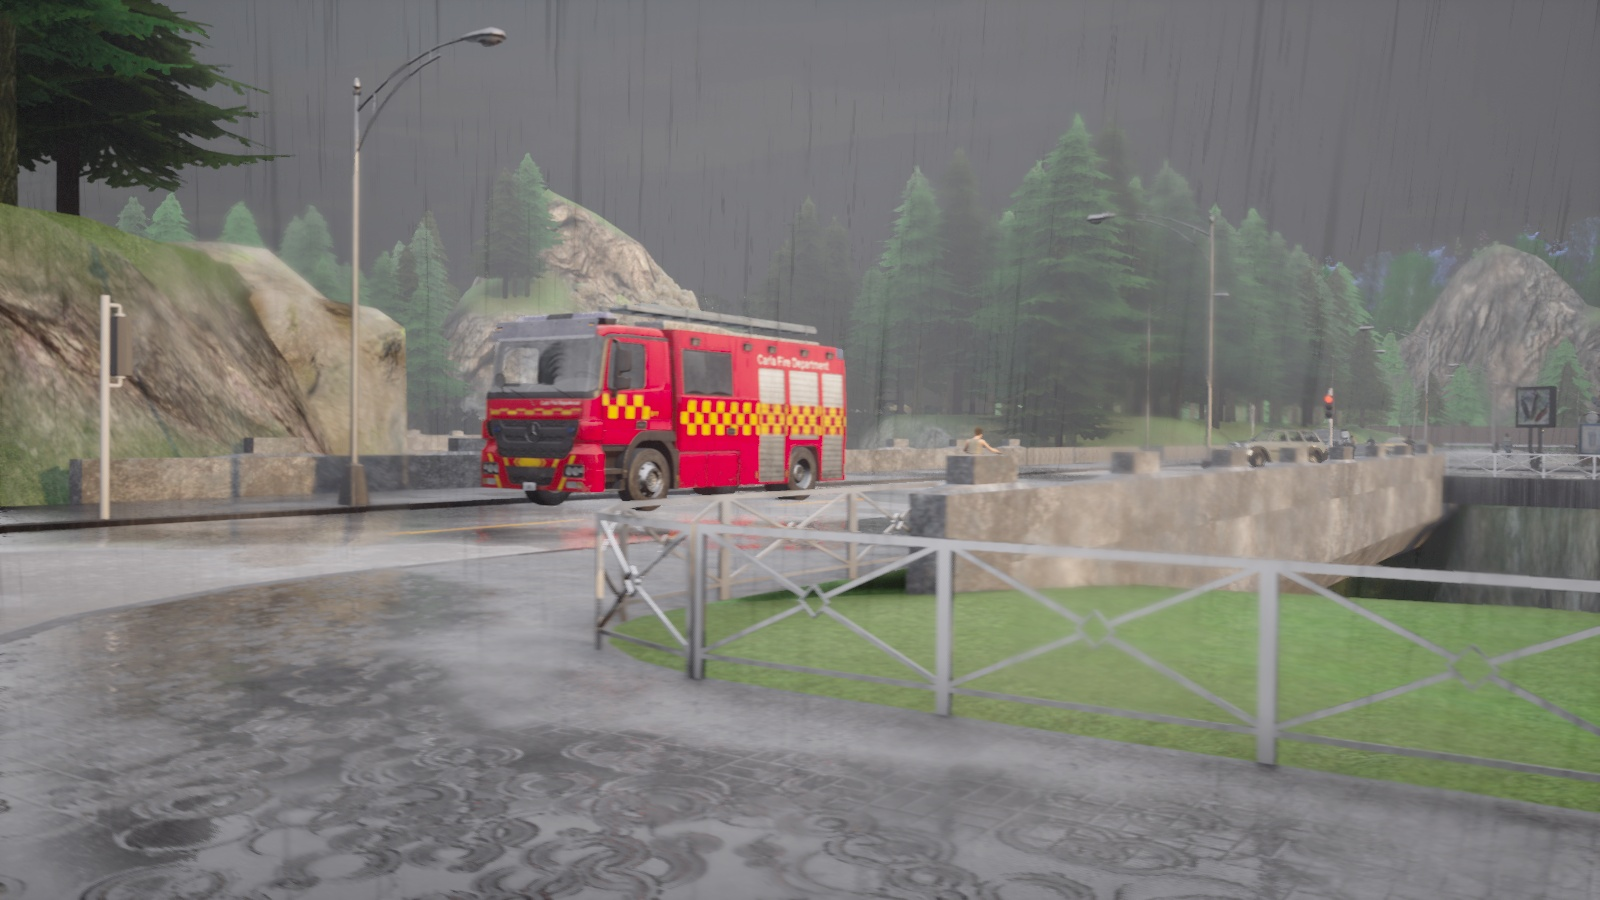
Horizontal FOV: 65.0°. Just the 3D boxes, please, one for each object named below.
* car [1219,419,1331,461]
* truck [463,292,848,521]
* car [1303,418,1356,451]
[{"bbox_3d":[21.938,-0.476,58.023,4.605,1.855,1.932,-1,0,-15],"label":"car"},{"bbox_3d":[-2.492,-0.795,25.318,2.891,3.827,8.468,0,1,34],"label":"truck"},{"bbox_3d":[33.608,-0.980,79.651,2.150,2.045,5.566,0,1,33],"label":"car"}]
